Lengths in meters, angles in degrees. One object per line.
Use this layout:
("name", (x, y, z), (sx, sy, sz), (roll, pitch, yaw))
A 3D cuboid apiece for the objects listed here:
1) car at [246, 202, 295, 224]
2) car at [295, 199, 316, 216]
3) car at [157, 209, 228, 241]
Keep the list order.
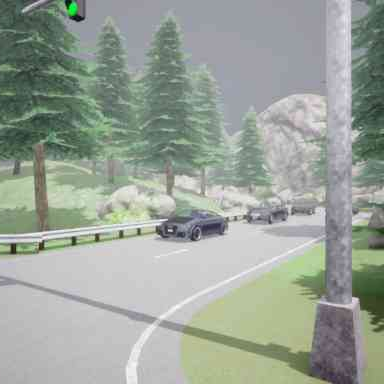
("car", (5.749, 1.507, 25.038), (2.128, 1.511, 4.902), (0, 0, 34))
("car", (11.299, 1.520, 33.617), (1.837, 1.490, 4.892), (0, 0, 27))
("car", (0.137, 1.579, 16.828), (1.994, 1.385, 4.181), (0, 0, 34))
